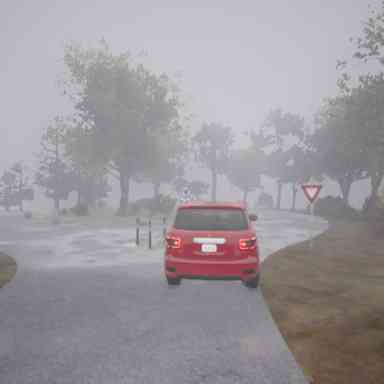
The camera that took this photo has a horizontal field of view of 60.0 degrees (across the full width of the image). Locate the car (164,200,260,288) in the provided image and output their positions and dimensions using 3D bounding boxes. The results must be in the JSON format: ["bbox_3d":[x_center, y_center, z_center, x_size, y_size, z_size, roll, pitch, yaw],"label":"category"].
[{"bbox_3d":[0.685,1.236,9.488,2.150,2.045,5.566,0,0,7],"label":"car"}]

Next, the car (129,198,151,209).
[{"bbox_3d":[-6.821,1.542,46.467,5.008,1.535,1.882,0,-1,-1],"label":"car"}]
